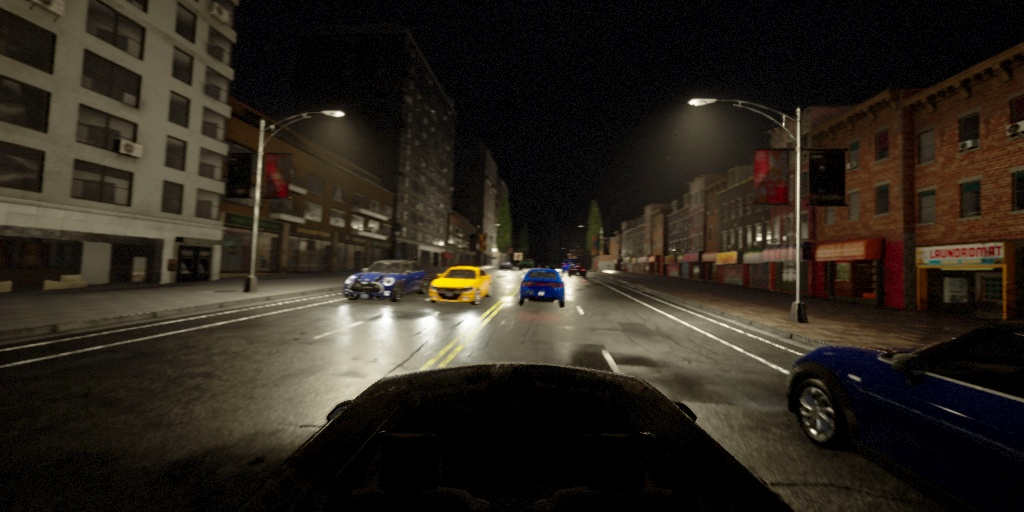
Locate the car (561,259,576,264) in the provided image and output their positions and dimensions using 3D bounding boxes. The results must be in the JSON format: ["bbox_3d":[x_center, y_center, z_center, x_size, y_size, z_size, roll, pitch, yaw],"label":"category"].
[{"bbox_3d":[8.120,1.521,50.577,2.150,2.045,5.566,2,-1,6],"label":"car"}]

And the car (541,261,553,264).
[{"bbox_3d":[4.340,1.441,44.669,2.097,1.767,4.553,2,-1,6],"label":"car"}]

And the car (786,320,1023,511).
[{"bbox_3d":[4.272,1.250,2.500,2.097,1.767,4.553,2,0,6],"label":"car"}]

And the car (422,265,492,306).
[{"bbox_3d":[-2.106,1.201,15.978,1.882,1.535,5.008,2,0,6],"label":"car"}]

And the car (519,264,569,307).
[{"bbox_3d":[1.408,1.323,16.451,1.882,1.535,5.008,2,0,6],"label":"car"}]

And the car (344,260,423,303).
[{"bbox_3d":[-5.377,0.962,15.886,2.097,1.767,4.553,2,0,6],"label":"car"}]

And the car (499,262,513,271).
[{"bbox_3d":[-0.888,1.654,58.665,2.033,1.411,5.357,2,-1,7],"label":"car"}]

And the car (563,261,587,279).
[{"bbox_3d":[6.994,1.621,38.863,2.128,1.511,4.902,2,0,6],"label":"car"}]

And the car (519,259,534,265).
[{"bbox_3d":[2.351,1.438,58.358,2.150,2.045,5.566,2,-1,6],"label":"car"}]
